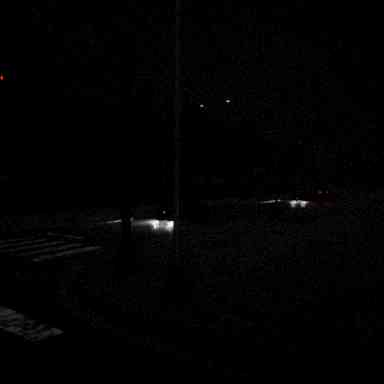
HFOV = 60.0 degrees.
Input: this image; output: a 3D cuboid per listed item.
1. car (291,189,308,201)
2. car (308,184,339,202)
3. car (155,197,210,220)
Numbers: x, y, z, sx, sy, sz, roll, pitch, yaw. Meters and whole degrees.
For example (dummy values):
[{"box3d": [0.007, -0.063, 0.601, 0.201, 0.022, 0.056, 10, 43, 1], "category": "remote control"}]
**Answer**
[{"box3d": [14.624, 0.361, 43.457, 2.033, 1.411, 5.357, 0, 2, 36], "category": "car"}, {"box3d": [16.623, 0.069, 41.270, 2.150, 2.045, 5.566, 0, 2, 35], "category": "car"}, {"box3d": [-0.563, 1.020, 22.162, 1.994, 1.385, 4.181, 0, 2, 35], "category": "car"}]
